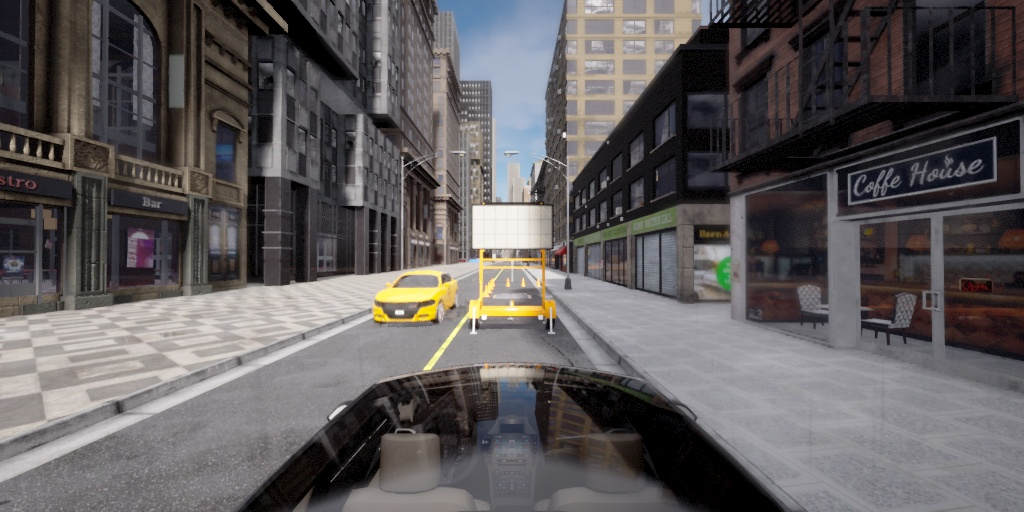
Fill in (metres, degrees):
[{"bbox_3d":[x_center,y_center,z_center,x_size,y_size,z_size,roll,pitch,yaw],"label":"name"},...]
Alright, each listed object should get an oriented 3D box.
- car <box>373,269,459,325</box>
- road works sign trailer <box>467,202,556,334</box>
[{"bbox_3d":[-2.992,1.230,12.059,1.882,1.535,5.008,0,0,0],"label":"car"},{"bbox_3d":[0.013,0.216,10.604,2.380,3.560,2.880,0,0,0],"label":"road works sign trailer"}]
